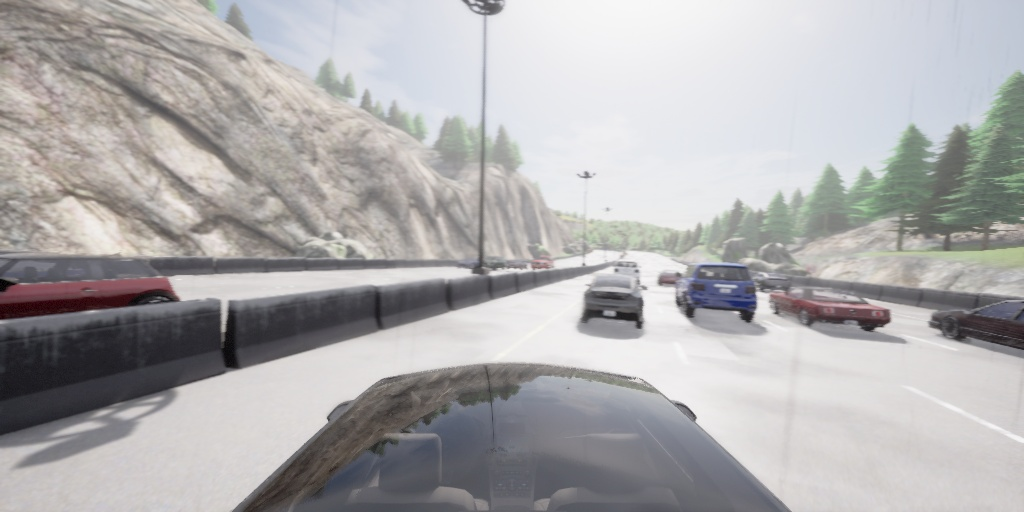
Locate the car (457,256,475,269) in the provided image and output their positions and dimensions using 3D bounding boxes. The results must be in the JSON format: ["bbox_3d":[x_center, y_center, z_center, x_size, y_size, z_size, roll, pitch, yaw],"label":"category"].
[{"bbox_3d":[-5.851,0.945,49.882,2.097,1.767,4.553,2,0,19],"label":"car"}]

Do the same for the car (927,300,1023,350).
[{"bbox_3d":[13.440,1.827,8.895,2.033,1.411,5.357,2,0,19],"label":"car"}]

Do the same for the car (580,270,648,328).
[{"bbox_3d":[3.540,1.396,12.366,1.837,1.490,4.892,2,0,19],"label":"car"}]

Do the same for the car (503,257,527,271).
[{"bbox_3d":[0.753,1.147,47.570,1.994,1.385,4.181,2,0,19],"label":"car"}]

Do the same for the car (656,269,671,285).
[{"bbox_3d":[13.683,1.858,31.109,1.994,1.385,4.181,2,0,19],"label":"car"}]

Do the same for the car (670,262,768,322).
[{"bbox_3d":[7.965,1.286,14.446,2.150,2.045,5.566,2,0,19],"label":"car"}]

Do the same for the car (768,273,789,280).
[{"bbox_3d":[20.073,2.037,28.173,2.128,1.511,4.902,2,0,19],"label":"car"}]

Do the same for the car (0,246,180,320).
[{"bbox_3d":[-9.609,0.724,6.993,2.097,1.767,4.553,2,0,19],"label":"car"}]

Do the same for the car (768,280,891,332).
[{"bbox_3d":[11.205,1.794,13.154,1.895,1.301,4.718,2,0,19],"label":"car"}]

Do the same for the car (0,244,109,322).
[{"bbox_3d":[-12.922,0.594,8.114,2.097,1.767,4.553,2,0,19],"label":"car"}]

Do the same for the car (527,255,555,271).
[{"bbox_3d":[4.063,0.949,46.402,2.150,2.045,5.566,2,0,19],"label":"car"}]

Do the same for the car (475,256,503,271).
[{"bbox_3d":[-2.561,0.984,48.683,2.150,2.045,5.566,2,0,19],"label":"car"}]

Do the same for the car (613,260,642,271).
[{"bbox_3d":[10.015,1.371,31.159,2.150,2.045,5.566,2,0,19],"label":"car"}]
